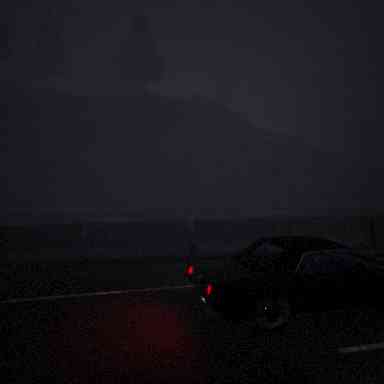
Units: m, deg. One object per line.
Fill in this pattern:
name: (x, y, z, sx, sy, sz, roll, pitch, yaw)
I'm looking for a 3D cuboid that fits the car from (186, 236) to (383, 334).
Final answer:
car: (2.358, 1.526, 6.275, 4.718, 1.301, 1.895, -1, 1, -13)
